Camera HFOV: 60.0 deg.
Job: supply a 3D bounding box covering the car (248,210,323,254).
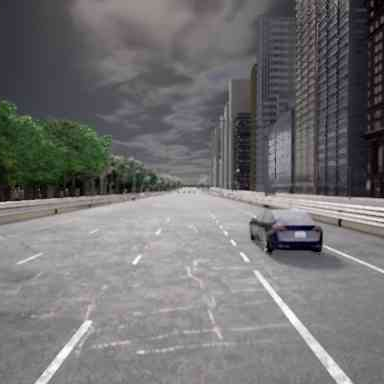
[{"bbox_3d":[3.508,1.404,13.126,2.163,1.488,4.792,0,0,0],"label":"car"}]
